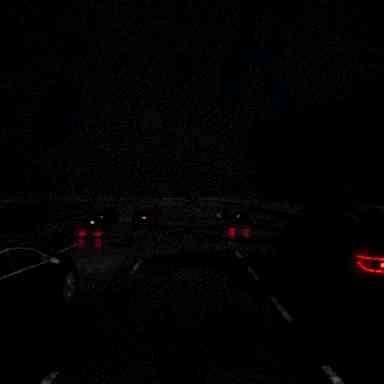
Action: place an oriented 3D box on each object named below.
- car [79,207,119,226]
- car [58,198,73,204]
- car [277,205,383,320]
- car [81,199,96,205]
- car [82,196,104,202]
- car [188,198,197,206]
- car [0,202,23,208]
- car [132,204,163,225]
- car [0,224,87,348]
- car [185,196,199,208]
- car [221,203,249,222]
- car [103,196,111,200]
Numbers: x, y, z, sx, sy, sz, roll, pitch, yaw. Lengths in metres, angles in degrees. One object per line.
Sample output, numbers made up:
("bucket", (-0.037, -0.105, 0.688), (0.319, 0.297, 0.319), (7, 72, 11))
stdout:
("car", (-6.871, 1.793, 25.205), (1.895, 1.301, 4.718), (0, 0, 0))
("car", (-27.915, 2.185, 73.642), (1.837, 1.490, 4.892), (0, -1, 0))
("car", (3.608, 1.292, 7.577), (2.150, 2.045, 5.566), (0, 0, 0))
("car", (-24.409, 2.343, 78.607), (1.895, 1.301, 4.718), (0, -1, 0))
("car", (-17.498, 1.925, 58.116), (2.128, 1.511, 4.902), (0, -1, 0))
("car", (0.085, 2.140, 72.300), (1.882, 1.535, 5.008), (0, -1, 0))
("car", (-21.056, 1.801, 37.551), (2.033, 1.411, 5.357), (0, 0, 0))
("car", (-3.371, 1.673, 25.881), (1.882, 1.535, 5.008), (0, 0, 0))
("car", (-3.395, 1.541, 5.278), (2.128, 1.511, 4.902), (0, 0, 0))
("car", (0.066, 1.627, 56.074), (2.150, 2.045, 5.566), (0, -1, 0))
("car", (3.633, 1.703, 28.560), (2.128, 1.511, 4.902), (0, 0, 0))
("car", (-20.908, 1.865, 79.408), (2.150, 2.045, 5.566), (0, -1, 0))
